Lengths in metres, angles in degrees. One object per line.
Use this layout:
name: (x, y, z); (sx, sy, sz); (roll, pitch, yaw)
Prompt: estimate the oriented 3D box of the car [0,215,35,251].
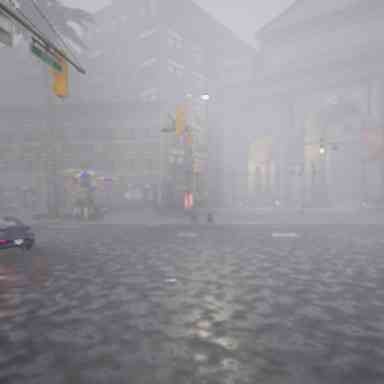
car: (-8.065, 1.616, 13.142); (4.674, 1.442, 1.812); (-1, 0, 34)
